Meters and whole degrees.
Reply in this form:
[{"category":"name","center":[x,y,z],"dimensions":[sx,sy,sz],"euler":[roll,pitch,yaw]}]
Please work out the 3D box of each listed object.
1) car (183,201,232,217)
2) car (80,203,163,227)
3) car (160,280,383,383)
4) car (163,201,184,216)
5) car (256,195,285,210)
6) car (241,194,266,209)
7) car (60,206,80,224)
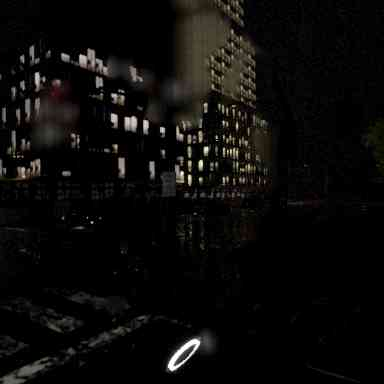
[{"category":"car","center":[1.866,1.601,32.458],"dimensions":[2.033,1.411,5.357],"euler":[-1,-1,37]},{"category":"car","center":[-4.841,1.587,23.550],"dimensions":[2.033,1.411,5.357],"euler":[-1,-1,37]},{"category":"car","center":[1.913,1.352,2.319],"dimensions":[4.553,1.767,2.097],"euler":[0,0,36]},{"category":"car","center":[-0.839,1.646,34.265],"dimensions":[2.033,1.411,5.357],"euler":[-1,-1,37]},{"category":"car","center":[11.042,1.562,44.590],"dimensions":[2.128,1.511,4.902],"euler":[-1,-1,37]},{"category":"car","center":[9.172,1.340,47.504],"dimensions":[2.150,2.045,5.566],"euler":[-1,-1,37]},{"category":"car","center":[-7.578,1.576,25.316],"dimensions":[2.128,1.511,4.902],"euler":[-1,-1,37]}]
